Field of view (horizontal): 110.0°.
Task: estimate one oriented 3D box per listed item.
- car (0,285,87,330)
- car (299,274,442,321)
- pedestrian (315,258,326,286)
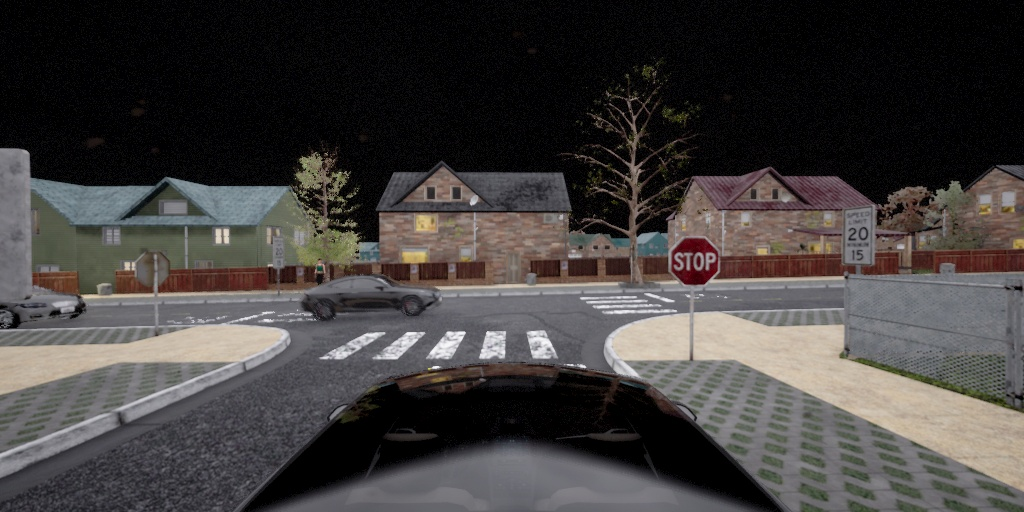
[{"bbox_3d":[-17.812,1.644,12.361,4.902,1.511,2.128,-1,1,-1],"label":"car"},{"bbox_3d":[-4.852,1.350,12.538,4.674,1.442,1.812,-2,0,-1],"label":"car"},{"bbox_3d":[-9.827,1.019,18.315,0.375,1.860,0.375,0,2,-1],"label":"pedestrian"}]
